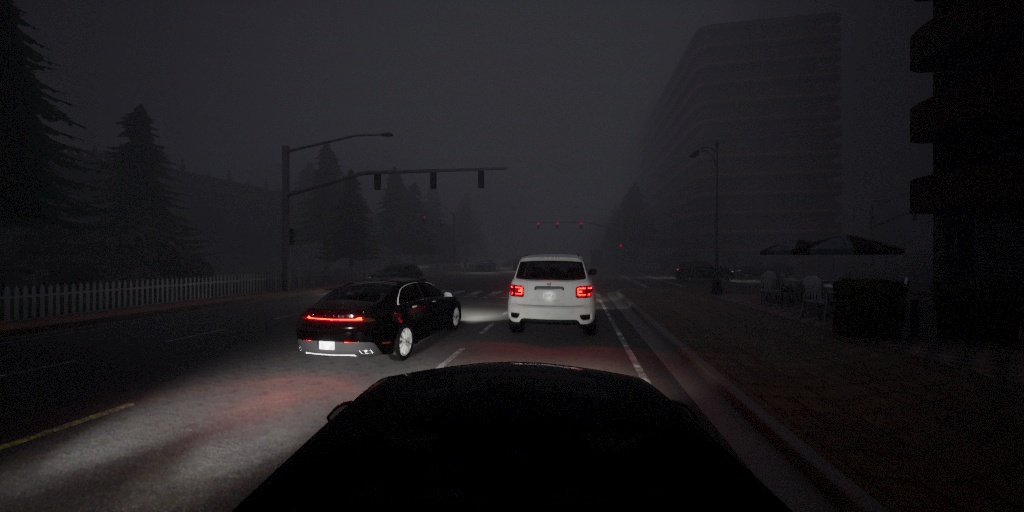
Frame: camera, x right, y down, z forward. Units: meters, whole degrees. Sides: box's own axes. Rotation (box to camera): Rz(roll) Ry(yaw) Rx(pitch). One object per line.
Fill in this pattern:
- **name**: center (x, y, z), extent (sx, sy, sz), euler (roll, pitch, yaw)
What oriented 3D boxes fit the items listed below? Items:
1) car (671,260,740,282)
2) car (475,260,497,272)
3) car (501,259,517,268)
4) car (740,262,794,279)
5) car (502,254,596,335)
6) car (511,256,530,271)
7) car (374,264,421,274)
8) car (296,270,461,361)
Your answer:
- **car**: center (15.820, 1.158, 29.812), extent (4.553, 1.767, 2.097), euler (0, 0, 11)
- **car**: center (-3.278, 1.229, 46.083), extent (1.882, 1.535, 5.008), euler (0, 0, 10)
- **car**: center (-0.472, 1.275, 61.840), extent (1.812, 1.442, 4.674), euler (0, 0, 10)
- **car**: center (22.456, 1.297, 32.327), extent (4.902, 1.511, 2.128), euler (0, 0, 10)
- **car**: center (1.319, 0.971, 10.727), extent (2.150, 2.045, 5.566), euler (0, 0, 10)
- **car**: center (1.313, 0.971, 50.667), extent (2.150, 2.045, 5.566), euler (0, 0, 7)
- **car**: center (-7.330, 1.255, 23.136), extent (1.837, 1.490, 4.892), euler (0, 0, 10)
- **car**: center (-2.662, 1.255, 8.394), extent (1.837, 1.490, 4.892), euler (0, 0, 10)
